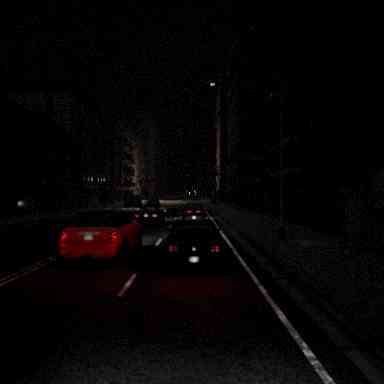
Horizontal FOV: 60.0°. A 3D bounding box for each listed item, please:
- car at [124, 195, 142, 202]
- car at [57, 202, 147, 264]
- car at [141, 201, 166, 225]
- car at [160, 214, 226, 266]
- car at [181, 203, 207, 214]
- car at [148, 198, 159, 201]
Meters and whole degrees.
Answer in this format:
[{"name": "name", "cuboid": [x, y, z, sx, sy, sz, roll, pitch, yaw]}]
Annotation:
[{"name": "car", "cuboid": [-9.568, 1.493, 54.253, 2.150, 2.045, 5.566, 0, 0, 1]}, {"name": "car", "cuboid": [-3.151, 1.422, 12.323, 2.097, 1.767, 4.553, 0, 0, 1]}, {"name": "car", "cuboid": [-3.113, 1.688, 25.269, 2.033, 1.411, 5.357, 0, 0, 1]}, {"name": "car", "cuboid": [0.091, 1.669, 11.787, 1.895, 1.301, 4.718, 0, 0, 1]}, {"name": "car", "cuboid": [0.171, 1.658, 27.400, 1.837, 1.490, 4.892, 0, 0, 1]}, {"name": "car", "cuboid": [-6.319, 1.780, 54.480, 1.837, 1.490, 4.892, 0, 0, 1]}]
